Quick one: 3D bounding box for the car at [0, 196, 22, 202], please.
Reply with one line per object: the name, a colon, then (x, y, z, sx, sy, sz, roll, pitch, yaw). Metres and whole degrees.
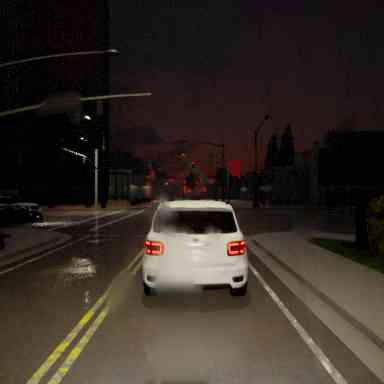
car: (-15.552, 1.318, 27.529, 5.566, 2.045, 2.150, -1, 0, 0)

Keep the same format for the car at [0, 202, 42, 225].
car: (-13.143, 1.633, 24.039, 4.181, 1.385, 1.994, -1, 0, -1)

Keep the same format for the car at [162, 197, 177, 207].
car: (-3.533, 1.552, 52.921, 1.994, 1.385, 4.181, 0, 0, 0)

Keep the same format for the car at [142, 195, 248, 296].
car: (0.079, 1.219, 8.778, 2.150, 2.045, 5.566, 0, 0, 0)

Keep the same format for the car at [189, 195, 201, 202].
car: (0.834, 1.447, 78.648, 1.882, 1.535, 5.008, 0, 0, 12)
